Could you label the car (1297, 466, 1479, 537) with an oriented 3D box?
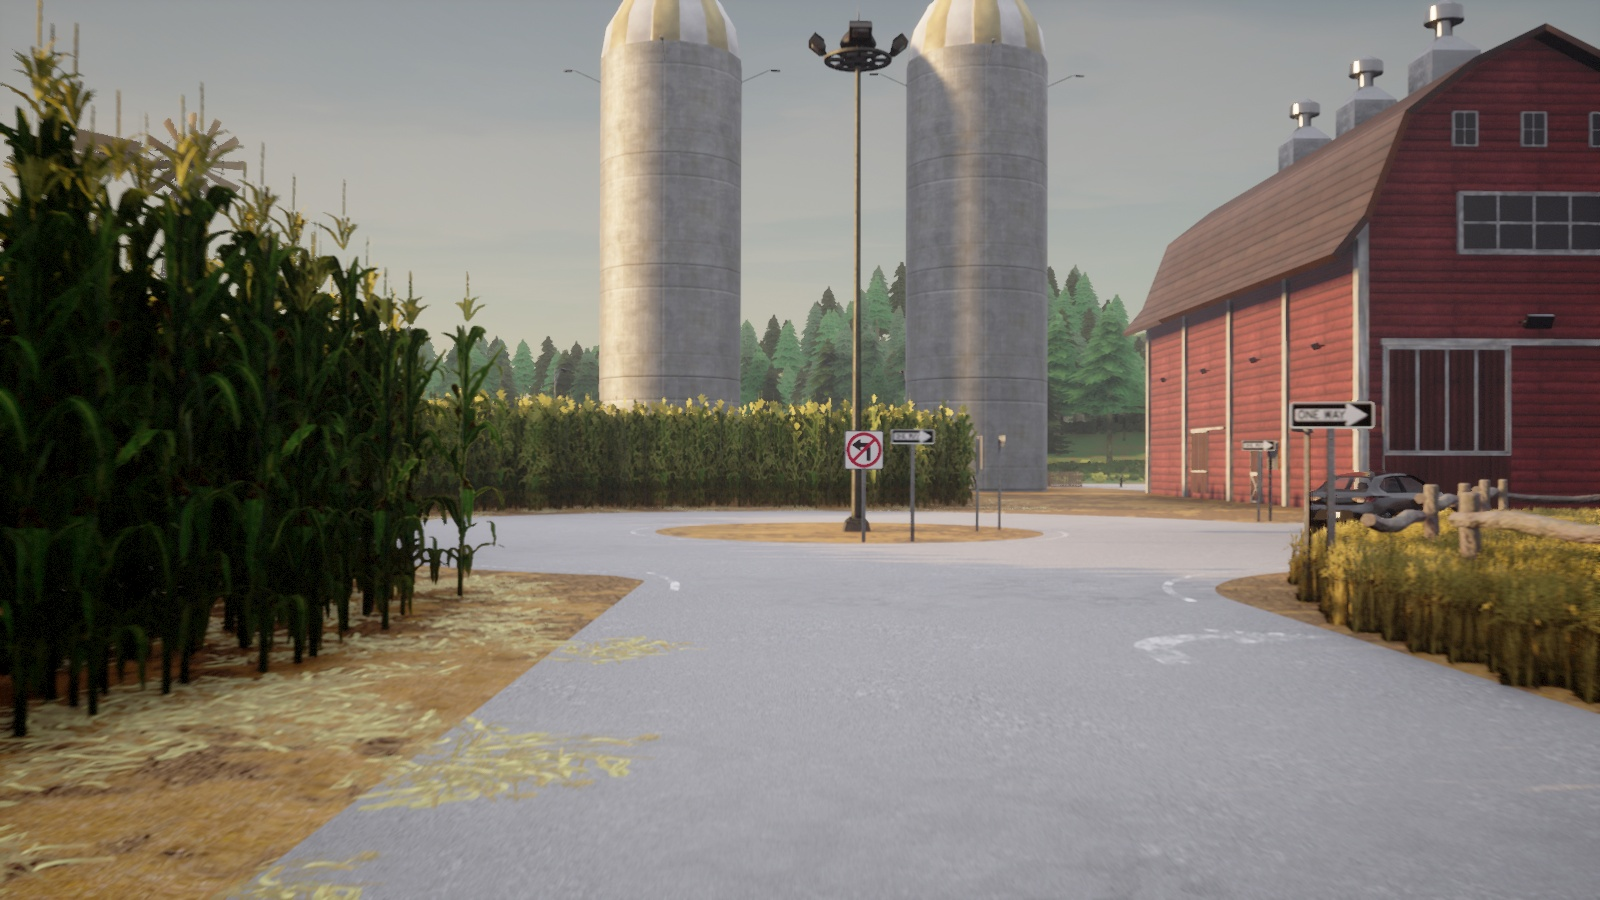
[{"bbox_3d":[13.313,1.119,28.355,4.193,1.474,1.816,0,-1,-34],"label":"car"}]
